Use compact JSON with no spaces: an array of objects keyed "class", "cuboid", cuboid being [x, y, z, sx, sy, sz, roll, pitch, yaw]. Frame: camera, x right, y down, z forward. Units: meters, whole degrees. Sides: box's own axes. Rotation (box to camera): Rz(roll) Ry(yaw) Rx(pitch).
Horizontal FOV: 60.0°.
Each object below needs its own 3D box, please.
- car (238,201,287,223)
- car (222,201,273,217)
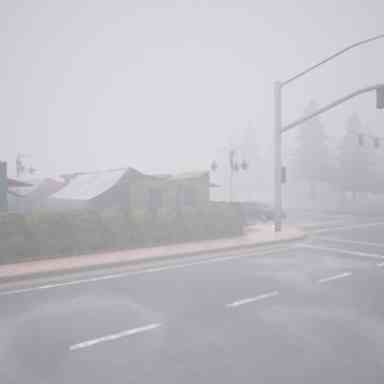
[{"class":"car","cuboid":[4.983,1.446,25.531,1.837,1.490,4.892,0,0,-37]},{"class":"car","cuboid":[5.095,1.531,31.213,1.895,1.301,4.718,0,0,-37]}]
